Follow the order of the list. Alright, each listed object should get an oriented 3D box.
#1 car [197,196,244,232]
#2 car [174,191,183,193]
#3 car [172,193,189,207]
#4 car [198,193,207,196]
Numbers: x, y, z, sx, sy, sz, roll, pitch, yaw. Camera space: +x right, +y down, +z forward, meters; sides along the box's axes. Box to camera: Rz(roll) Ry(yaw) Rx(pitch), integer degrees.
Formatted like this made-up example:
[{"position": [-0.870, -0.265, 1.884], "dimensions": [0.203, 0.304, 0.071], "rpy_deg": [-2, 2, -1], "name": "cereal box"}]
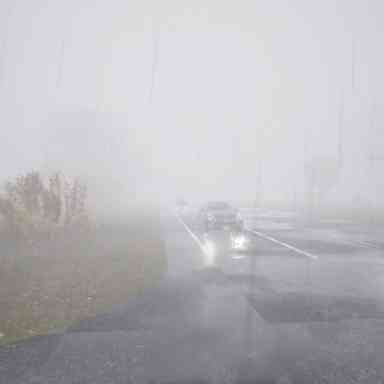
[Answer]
[{"position": [1.539, 1.299, 19.537], "dimensions": [2.097, 1.767, 4.553], "rpy_deg": [0, 0, -6], "name": "car"}, {"position": [-3.369, 0.808, 94.723], "dimensions": [2.150, 2.045, 5.566], "rpy_deg": [0, 0, -1], "name": "car"}, {"position": [-1.585, 1.295, 48.112], "dimensions": [1.882, 1.535, 5.008], "rpy_deg": [0, 0, -7], "name": "car"}, {"position": [2.372, 0.998, 77.464], "dimensions": [2.097, 1.767, 4.553], "rpy_deg": [0, 0, -6], "name": "car"}]
